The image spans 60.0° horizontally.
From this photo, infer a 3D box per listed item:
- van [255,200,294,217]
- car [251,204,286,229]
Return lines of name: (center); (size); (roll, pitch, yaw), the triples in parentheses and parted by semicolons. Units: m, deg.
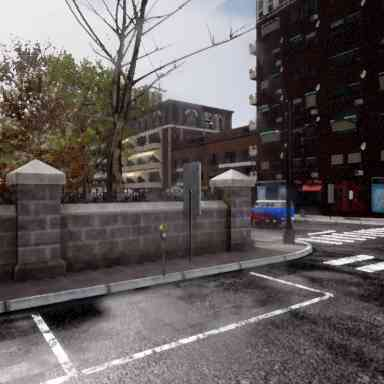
van: (7.304, 1.643, 30.180); (1.690, 1.788, 3.998); (-1, 0, -36)
car: (4.451, 1.834, 24.264); (1.994, 1.385, 4.181); (0, -1, -36)
